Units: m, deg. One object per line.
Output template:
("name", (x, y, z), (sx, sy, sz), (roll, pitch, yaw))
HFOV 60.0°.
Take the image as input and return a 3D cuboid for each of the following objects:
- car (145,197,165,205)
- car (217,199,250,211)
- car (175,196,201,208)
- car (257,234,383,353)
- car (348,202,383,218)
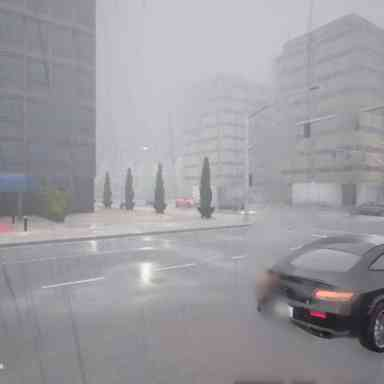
("car", (-6.161, 1.562, 55.686), (1.994, 1.385, 4.181), (0, 0, -35))
("car", (4.916, 1.562, 39.870), (1.994, 1.385, 4.181), (0, 0, -35))
("car", (-0.467, 1.350, 47.548), (2.097, 1.767, 4.553), (0, 0, -35))
("car", (3.210, 1.525, 6.110), (4.674, 1.442, 1.812), (0, 0, -35))
("car", (16.377, 1.561, 29.970), (1.994, 1.385, 4.181), (0, 0, -35))
